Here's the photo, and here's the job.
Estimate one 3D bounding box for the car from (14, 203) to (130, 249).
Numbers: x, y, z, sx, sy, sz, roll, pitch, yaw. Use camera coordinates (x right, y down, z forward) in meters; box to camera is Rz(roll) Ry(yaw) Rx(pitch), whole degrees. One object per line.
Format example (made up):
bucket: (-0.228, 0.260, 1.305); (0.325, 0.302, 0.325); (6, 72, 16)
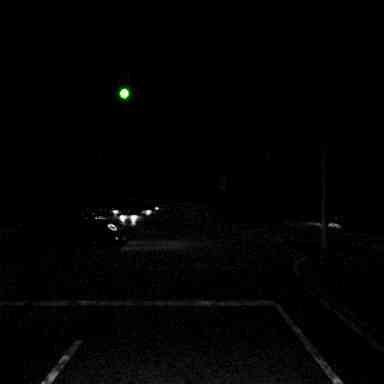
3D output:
car: (-5.337, 1.525, 15.012); (4.553, 1.767, 2.097); (0, -1, -3)

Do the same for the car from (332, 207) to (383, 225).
car: (13.491, 1.873, 26.678); (4.181, 1.385, 1.994); (0, -1, -3)

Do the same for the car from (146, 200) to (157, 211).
car: (-7.045, 2.137, 50.770); (1.994, 1.385, 4.181); (0, 0, 1)

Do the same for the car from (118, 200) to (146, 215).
car: (-7.065, 2.017, 39.264); (1.994, 1.385, 4.181); (0, -1, 0)

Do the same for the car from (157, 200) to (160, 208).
car: (-6.985, 2.162, 61.865); (2.033, 1.411, 5.357); (0, 0, 1)

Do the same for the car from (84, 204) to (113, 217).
car: (-10.582, 2.040, 38.056); (1.895, 1.301, 4.718); (0, -1, 0)

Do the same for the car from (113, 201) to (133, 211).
car: (-10.552, 2.123, 51.239); (2.033, 1.411, 5.357); (0, 0, 0)

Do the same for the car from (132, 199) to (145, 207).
car: (-10.463, 2.170, 65.297); (1.994, 1.385, 4.181); (0, 0, 0)
